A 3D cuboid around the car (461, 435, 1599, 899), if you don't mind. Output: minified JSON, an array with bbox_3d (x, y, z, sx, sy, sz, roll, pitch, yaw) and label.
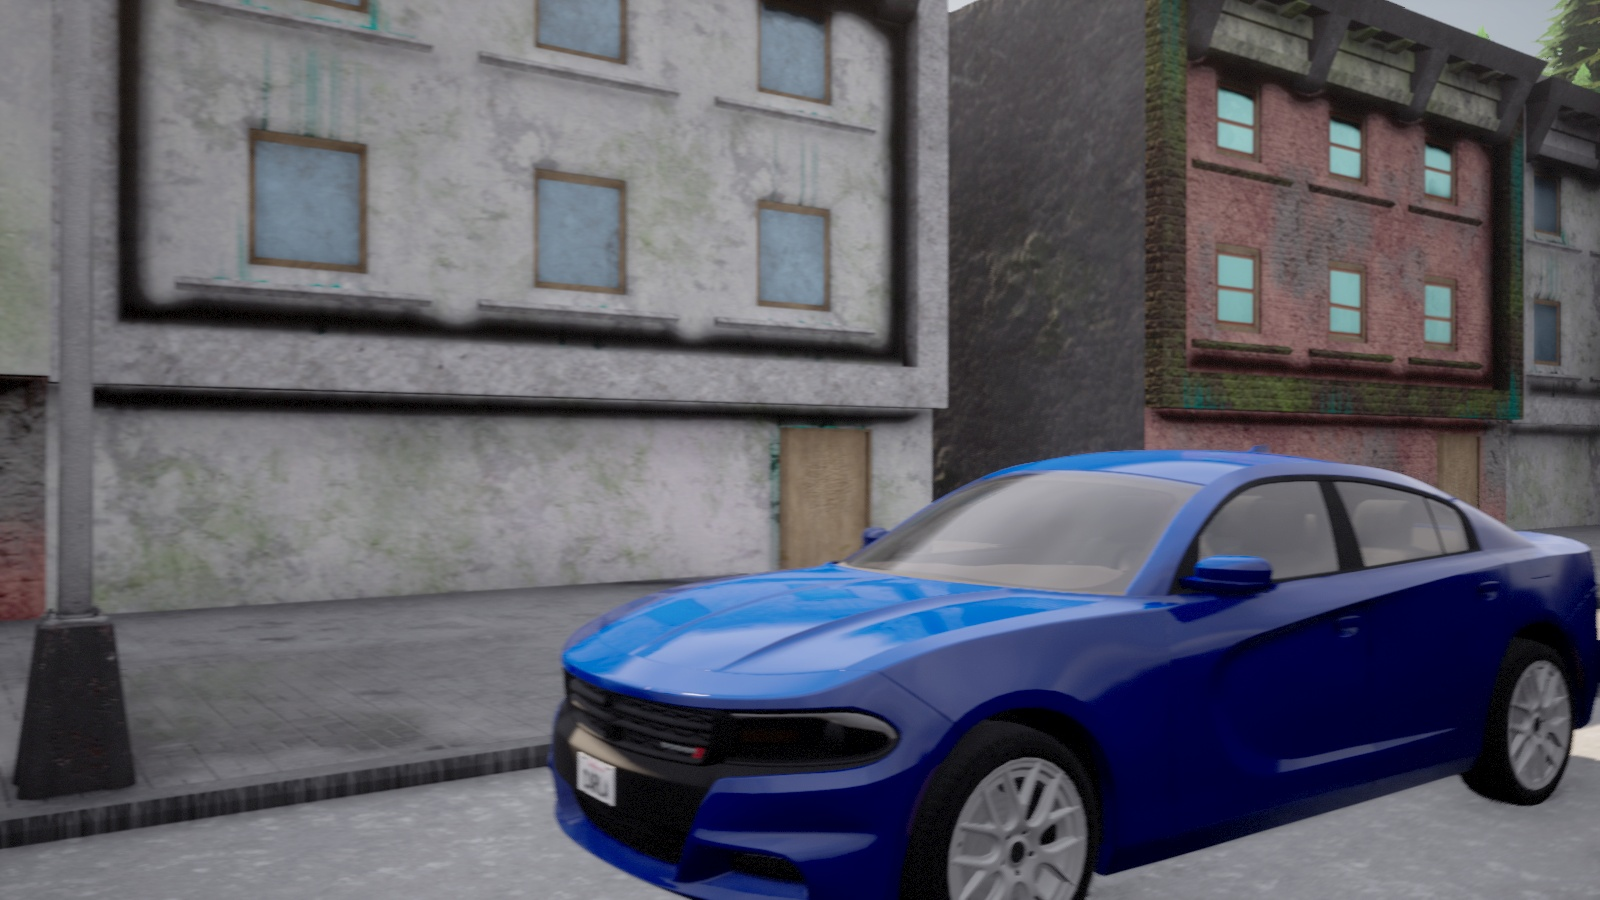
[{"bbox_3d":[1.361,0.732,5.219,5.008,1.535,1.882,0,0,-35],"label":"car"}]
